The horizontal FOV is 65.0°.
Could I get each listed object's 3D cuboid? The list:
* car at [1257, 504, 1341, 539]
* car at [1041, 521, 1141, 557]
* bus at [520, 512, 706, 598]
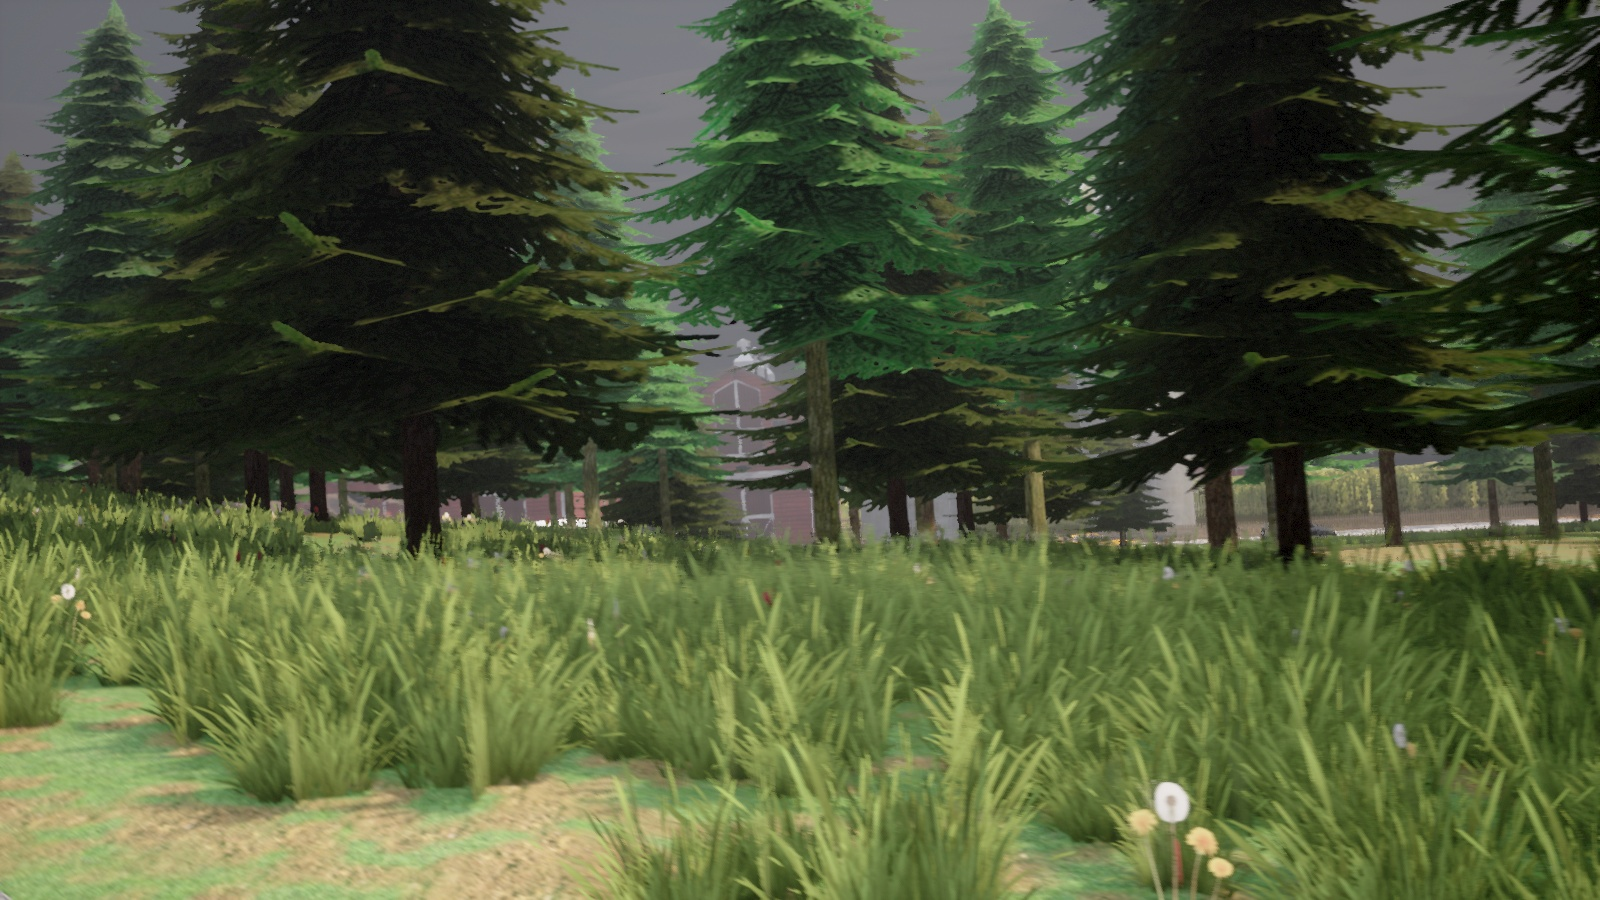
[{"bbox_3d":[28.436,4.084,71.676,3.988,1.617,1.851,-5,-2,7],"label":"car"},{"bbox_3d":[16.896,5.163,73.137,5.366,1.575,1.801,-5,-2,7],"label":"car"},{"bbox_3d":[-11.332,6.382,76.753,10.273,4.253,3.944,-5,-2,7],"label":"bus"}]
